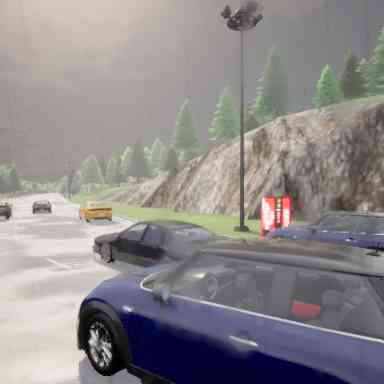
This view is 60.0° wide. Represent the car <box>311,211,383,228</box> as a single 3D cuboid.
[{"bbox_3d":[4.375,1.352,9.872,4.553,1.767,2.097,0,0,38],"label":"car"}]

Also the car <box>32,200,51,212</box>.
[{"bbox_3d":[-17.021,1.601,37.687,1.895,1.301,4.718,0,0,-25],"label":"car"}]

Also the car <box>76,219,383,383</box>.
[{"bbox_3d":[0.621,1.352,3.988,4.553,1.767,2.097,0,0,38],"label":"car"}]

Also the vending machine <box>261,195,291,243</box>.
[{"bbox_3d":[3.882,1.195,15.396,1.100,2.100,0.880,0,0,-44],"label":"vending machine"}]

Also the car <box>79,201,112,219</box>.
[{"bbox_3d":[-7.654,1.477,26.249,1.882,1.535,5.008,0,0,-27],"label":"car"}]

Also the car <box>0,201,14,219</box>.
[{"bbox_3d":[-16.534,1.491,28.540,2.128,1.511,4.902,0,0,-26],"label":"car"}]

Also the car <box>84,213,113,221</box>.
[{"bbox_3d":[-0.912,1.548,9.904,2.033,1.411,5.357,0,0,-44],"label":"car"}]
